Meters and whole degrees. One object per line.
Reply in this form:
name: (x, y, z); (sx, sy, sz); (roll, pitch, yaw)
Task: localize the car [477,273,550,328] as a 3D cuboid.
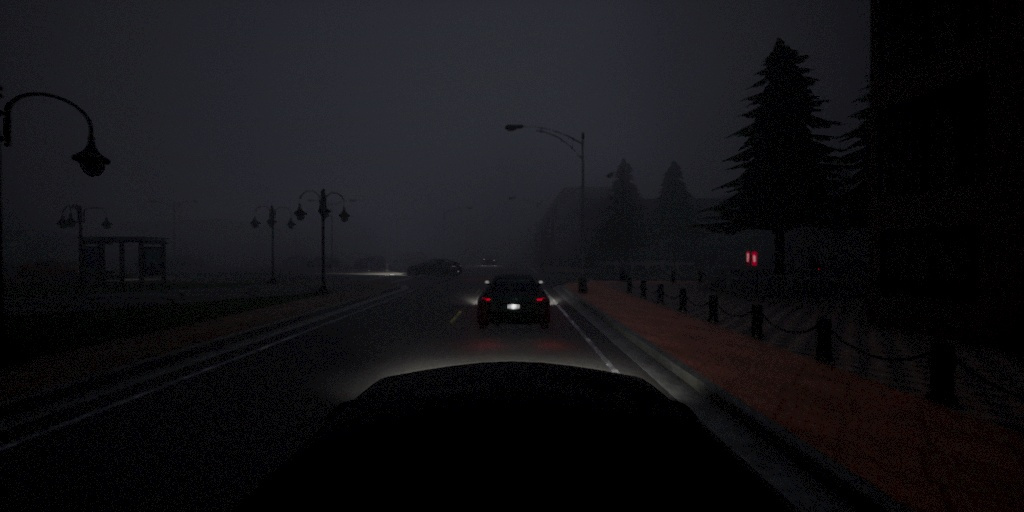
car: (0.057, 1.223, 11.059); (1.994, 1.385, 4.181); (0, 1, 0)

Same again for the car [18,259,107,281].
car: (-32.895, 1.001, 26.338); (5.008, 1.535, 1.882); (0, 1, 0)

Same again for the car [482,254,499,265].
car: (-3.566, 0.555, 57.673); (2.097, 1.767, 4.553); (0, 1, 0)

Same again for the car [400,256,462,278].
car: (-6.358, 0.986, 29.267); (4.902, 1.511, 2.128); (0, 0, 29)

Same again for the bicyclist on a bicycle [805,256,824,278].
bicyclist on a bicycle: (19.472, 0.857, 23.074); (0.582, 1.620, 1.656); (0, 0, -1)

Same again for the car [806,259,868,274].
car: (27.874, 0.987, 30.624); (4.892, 1.490, 1.837); (0, 1, 0)
